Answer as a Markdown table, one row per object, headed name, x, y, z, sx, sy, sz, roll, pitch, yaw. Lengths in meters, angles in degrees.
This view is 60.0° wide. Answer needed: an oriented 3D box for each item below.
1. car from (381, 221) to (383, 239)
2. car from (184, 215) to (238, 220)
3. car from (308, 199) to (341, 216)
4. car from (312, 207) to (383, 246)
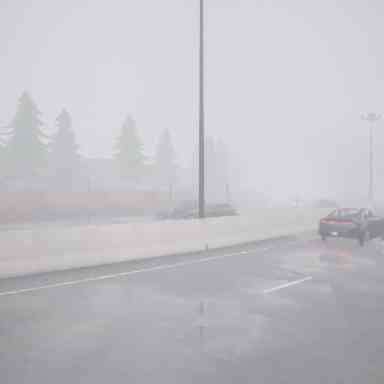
| name | x | y | z | sx | sy | sz | roll | pitch | yaw |
| --- | --- | --- | --- | --- | --- | --- | --- | --- | --- |
| car | 8.159 | 1.601 | 11.023 | 4.718 | 1.301 | 1.895 | 0 | 0 | -44 |
| car | 1.474 | 1.504 | 24.401 | 1.837 | 1.490 | 4.892 | 0 | 0 | 43 |
| car | 13.564 | 1.491 | 33.830 | 2.128 | 1.511 | 4.902 | 0 | 0 | 34 |
| car | 7.606 | 1.491 | 15.415 | 4.902 | 1.511 | 2.128 | 0 | 0 | -45 |
